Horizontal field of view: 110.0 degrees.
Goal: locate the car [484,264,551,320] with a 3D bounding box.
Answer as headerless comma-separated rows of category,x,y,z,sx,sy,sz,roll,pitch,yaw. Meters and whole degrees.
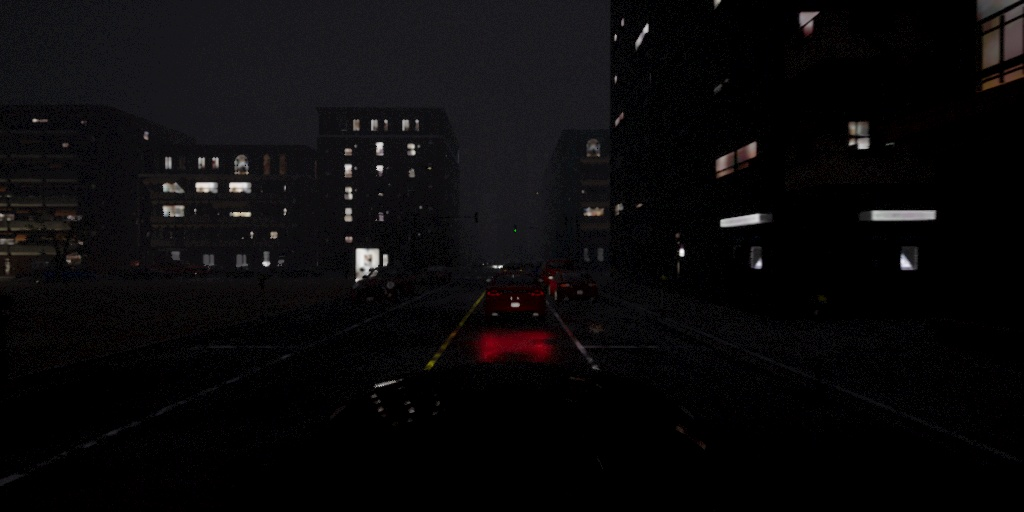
car,0.097,1.238,12.699,1.882,1.535,5.008,0,0,0

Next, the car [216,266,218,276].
car,-39.171,1.896,46.674,4.207,1.307,1.802,0,0,0

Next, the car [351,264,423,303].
car,-5.694,1.204,16.387,1.967,1.591,4.097,0,0,0

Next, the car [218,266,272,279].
car,-27.968,1.758,38.167,4.403,1.370,2.007,0,0,0

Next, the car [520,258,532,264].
car,2.680,1.404,59.838,1.802,1.307,4.207,0,0,0

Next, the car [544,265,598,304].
car,2.687,1.310,16.387,1.888,1.381,4.507,0,0,0

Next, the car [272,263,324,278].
car,-22.399,1.677,38.208,4.403,1.370,2.007,0,0,0

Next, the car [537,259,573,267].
car,2.686,1.086,21.916,2.192,1.841,5.009,0,0,0

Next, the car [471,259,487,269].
car,-5.702,1.388,59.848,1.948,1.339,4.313,0,0,0

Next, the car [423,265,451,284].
car,-5.696,1.359,27.443,1.802,1.307,4.207,0,0,0

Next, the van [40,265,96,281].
van,-46.858,1.823,38.130,3.998,1.789,1.690,0,0,0

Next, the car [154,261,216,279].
car,-37.727,1.555,40.819,5.566,2.045,2.150,-1,0,0

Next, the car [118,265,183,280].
car,-38.398,1.904,38.136,4.507,1.381,1.888,0,0,0

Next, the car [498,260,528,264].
car,0.150,1.284,29.353,1.837,1.490,4.892,0,0,2
